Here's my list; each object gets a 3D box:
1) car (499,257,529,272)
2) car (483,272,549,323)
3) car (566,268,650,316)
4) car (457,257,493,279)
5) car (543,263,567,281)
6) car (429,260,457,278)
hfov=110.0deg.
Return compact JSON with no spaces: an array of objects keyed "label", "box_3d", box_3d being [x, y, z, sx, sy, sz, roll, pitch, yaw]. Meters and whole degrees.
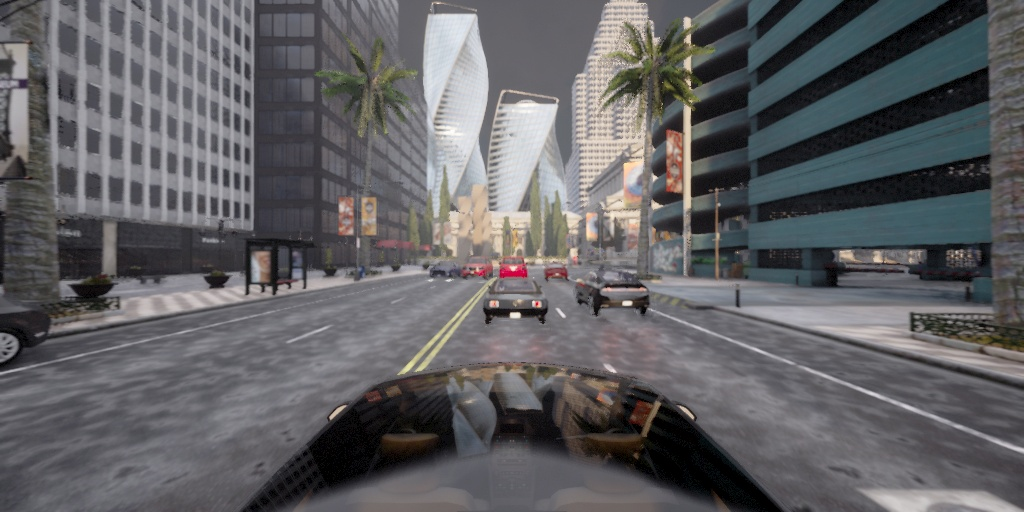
[{"label":"car","box_3d":[0.159,1.065,28.973,2.150,2.045,5.566,0,0,1]},{"label":"car","box_3d":[0.101,1.387,12.285,1.895,1.301,4.718,0,0,0]},{"label":"car","box_3d":[3.601,1.282,13.630,2.128,1.511,4.902,0,0,0]},{"label":"car","box_3d":[-3.172,1.082,33.777,2.150,2.045,5.566,0,0,6]},{"label":"car","box_3d":[3.816,1.329,31.416,1.882,1.535,5.008,0,0,4]},{"label":"car","box_3d":[-6.421,1.215,34.886,2.097,1.767,4.553,0,0,7]}]
